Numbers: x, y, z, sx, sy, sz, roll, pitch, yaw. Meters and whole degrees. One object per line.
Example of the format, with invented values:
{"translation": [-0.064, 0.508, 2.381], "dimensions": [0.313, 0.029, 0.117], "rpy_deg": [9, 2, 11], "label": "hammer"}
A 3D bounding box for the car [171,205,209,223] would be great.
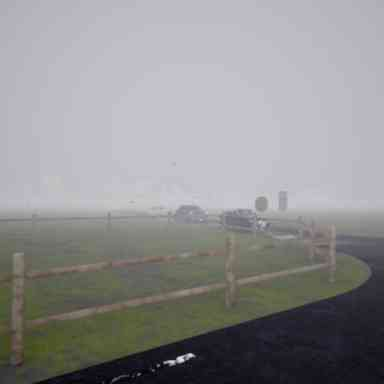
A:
{"translation": [-0.031, 2.073, 33.283], "dimensions": [2.097, 1.767, 4.553], "rpy_deg": [2, -2, -23], "label": "car"}

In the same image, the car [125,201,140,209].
{"translation": [-10.222, 2.278, 56.892], "dimensions": [2.097, 1.767, 4.553], "rpy_deg": [2, -2, -24], "label": "car"}

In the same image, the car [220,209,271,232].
{"translation": [3.818, 2.008, 24.454], "dimensions": [2.128, 1.511, 4.902], "rpy_deg": [2, -2, -24], "label": "car"}

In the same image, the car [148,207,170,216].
{"translation": [-4.210, 2.544, 42.851], "dimensions": [1.895, 1.301, 4.718], "rpy_deg": [2, -2, -23], "label": "car"}
